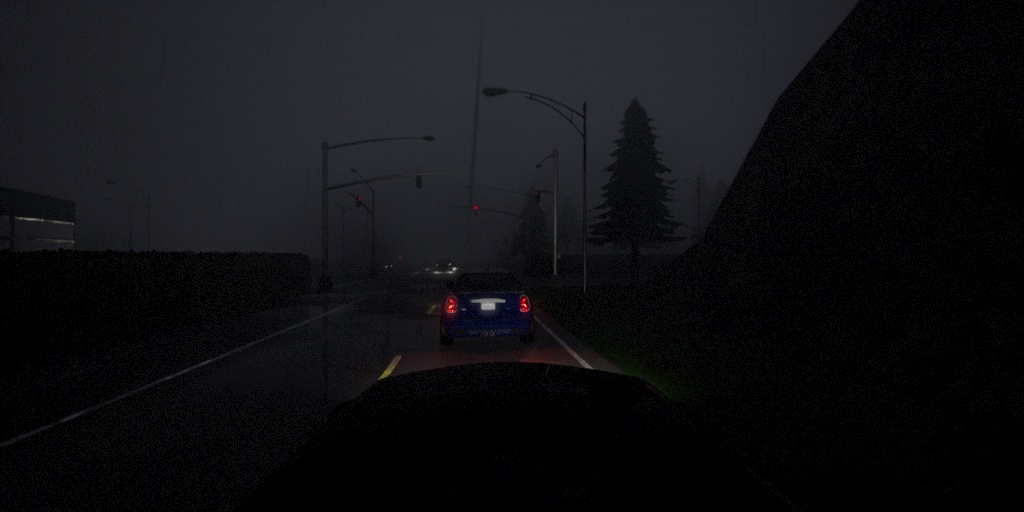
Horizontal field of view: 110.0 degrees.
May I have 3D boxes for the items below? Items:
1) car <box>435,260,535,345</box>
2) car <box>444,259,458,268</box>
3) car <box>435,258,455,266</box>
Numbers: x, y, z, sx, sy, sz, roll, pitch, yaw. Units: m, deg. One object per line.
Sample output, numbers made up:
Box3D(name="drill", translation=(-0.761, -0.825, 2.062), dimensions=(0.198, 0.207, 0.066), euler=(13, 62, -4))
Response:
Box3D(name="car", translation=(-0.737, 1.098, 9.753), dimensions=(2.097, 1.767, 4.553), euler=(0, 0, -6))
Box3D(name="car", translation=(-10.671, 1.212, 62.800), dimensions=(2.128, 1.511, 4.902), euler=(0, 0, -6))
Box3D(name="car", translation=(-8.760, 1.080, 46.392), dimensions=(2.097, 1.767, 4.553), euler=(0, 0, -7))
